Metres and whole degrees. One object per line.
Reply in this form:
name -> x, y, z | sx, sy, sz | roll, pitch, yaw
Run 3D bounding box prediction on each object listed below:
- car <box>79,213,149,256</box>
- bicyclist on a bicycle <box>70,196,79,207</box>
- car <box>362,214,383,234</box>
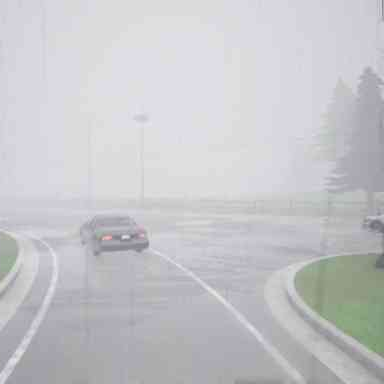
car -> -3.328, 1.575, 13.438 | 2.033, 1.411, 5.357 | 0, 0, -26
bicyclist on a bicycle -> -18.115, 1.447, 51.313 | 0.582, 1.620, 1.656 | 0, 0, 35
car -> 11.318, 1.444, 16.990 | 4.674, 1.442, 1.812 | 0, 0, 35
